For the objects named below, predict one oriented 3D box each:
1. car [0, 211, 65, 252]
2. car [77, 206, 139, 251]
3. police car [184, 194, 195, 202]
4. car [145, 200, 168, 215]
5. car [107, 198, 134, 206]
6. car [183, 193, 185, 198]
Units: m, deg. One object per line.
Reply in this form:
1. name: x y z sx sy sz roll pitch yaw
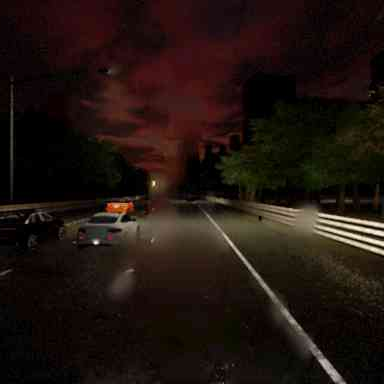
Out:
1. car: -6.930 1.522 13.930 2.128 1.511 4.902 0 0 0
2. car: -3.431 1.555 14.154 1.812 1.442 4.674 0 0 0
3. police car: -0.234 1.601 78.610 1.930 1.638 5.238 0 0 -2
4. car: -3.640 1.600 34.499 1.812 1.442 4.674 0 0 -1
5. car: -7.108 1.424 33.131 2.097 1.767 4.553 0 0 -1
6. car: -0.837 1.682 94.560 1.882 1.535 5.008 0 0 -2
